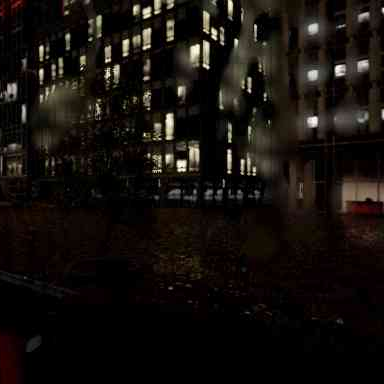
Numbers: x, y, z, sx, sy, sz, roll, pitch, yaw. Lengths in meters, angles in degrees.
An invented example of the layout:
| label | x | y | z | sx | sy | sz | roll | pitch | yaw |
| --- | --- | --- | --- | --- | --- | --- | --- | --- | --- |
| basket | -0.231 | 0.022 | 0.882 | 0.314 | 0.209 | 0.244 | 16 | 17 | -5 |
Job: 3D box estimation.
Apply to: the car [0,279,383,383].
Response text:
| label | x | y | z | sx | sy | sz | roll | pitch | yaw |
| --- | --- | --- | --- | --- | --- | --- | --- | --- | --- |
| car | -0.349 | 1.545 | 3.117 | 4.507 | 1.381 | 1.887 | 0 | 0 | 35 |
